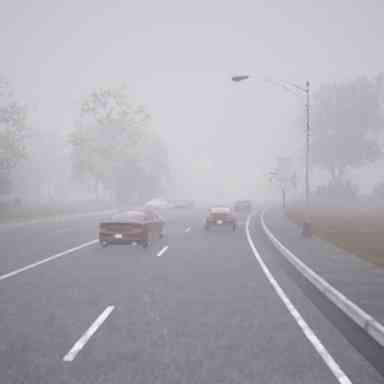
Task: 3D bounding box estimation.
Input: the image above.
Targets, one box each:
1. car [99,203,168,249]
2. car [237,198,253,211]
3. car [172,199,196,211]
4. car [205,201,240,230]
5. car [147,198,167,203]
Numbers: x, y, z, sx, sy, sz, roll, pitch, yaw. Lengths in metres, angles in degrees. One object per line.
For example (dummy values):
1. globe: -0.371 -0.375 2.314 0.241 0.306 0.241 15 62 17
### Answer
1. car: -2.467 1.476 14.730 1.882 1.535 5.008 0 0 6
2. car: 6.411 1.535 41.161 2.128 1.511 4.902 0 0 16
3. car: -0.872 1.557 41.708 2.033 1.411 5.357 0 0 15
4. car: 1.924 1.543 21.184 1.812 1.442 4.674 0 0 9
5. car: -4.464 1.525 41.895 1.812 1.442 4.674 0 0 15
